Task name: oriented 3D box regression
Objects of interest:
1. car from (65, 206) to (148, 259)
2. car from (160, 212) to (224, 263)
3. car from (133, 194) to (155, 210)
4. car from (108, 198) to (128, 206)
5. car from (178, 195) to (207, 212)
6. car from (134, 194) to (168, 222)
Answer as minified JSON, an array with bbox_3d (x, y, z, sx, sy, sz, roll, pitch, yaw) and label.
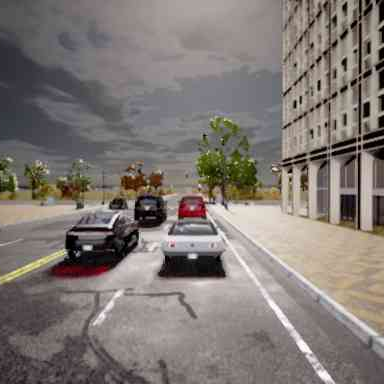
[{"bbox_3d":[-3.203,1.517,12.705,2.128,1.511,4.902,0,0,1],"label":"car"},{"bbox_3d":[0.042,1.625,12.092,1.895,1.301,4.718,0,0,1],"label":"car"},{"bbox_3d":[-6.536,1.287,45.743,2.150,2.045,5.566,0,0,1],"label":"car"},{"bbox_3d":[-9.799,1.569,44.484,1.837,1.490,4.892,0,0,1],"label":"car"},{"bbox_3d":[0.037,1.269,26.575,2.150,2.045,5.566,0,0,1],"label":"car"},{"bbox_3d":[-3.214,1.269,26.596,2.150,2.045,5.566,0,0,1],"label":"car"}]
